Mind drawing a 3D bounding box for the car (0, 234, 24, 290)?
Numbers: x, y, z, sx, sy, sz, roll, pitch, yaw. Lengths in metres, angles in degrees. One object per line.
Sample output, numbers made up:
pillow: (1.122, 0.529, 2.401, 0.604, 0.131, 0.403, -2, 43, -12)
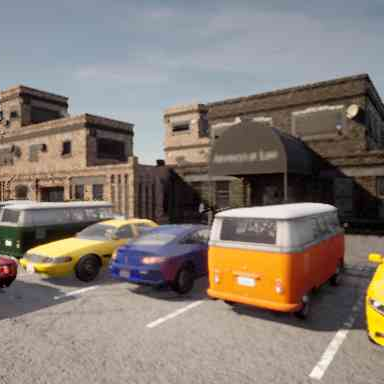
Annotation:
car: (-6.156, 1.700, 7.758, 4.718, 1.301, 1.895, -1, 0, 35)

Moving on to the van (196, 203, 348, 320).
van: (2.191, 1.279, 7.534, 1.878, 1.987, 4.442, -1, 0, 35)

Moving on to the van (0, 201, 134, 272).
van: (-4.545, 1.367, 12.336, 1.878, 1.987, 4.442, -1, 0, 35)

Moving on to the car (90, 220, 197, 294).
car: (-0.120, 1.574, 9.035, 2.002, 1.452, 4.674, -1, 0, 35)

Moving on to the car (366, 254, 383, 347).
car: (4.374, 1.477, 5.841, 2.097, 1.535, 5.008, -1, 0, 35)
